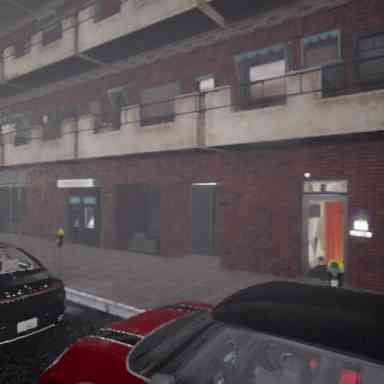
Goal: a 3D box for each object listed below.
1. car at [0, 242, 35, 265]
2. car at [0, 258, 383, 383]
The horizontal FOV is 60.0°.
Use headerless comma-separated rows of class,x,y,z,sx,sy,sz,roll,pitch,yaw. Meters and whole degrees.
car,-3.966,1.534,5.707,4.403,1.369,2.008,0,0,36
car,0.618,1.438,2.437,4.097,1.590,1.967,0,0,36
